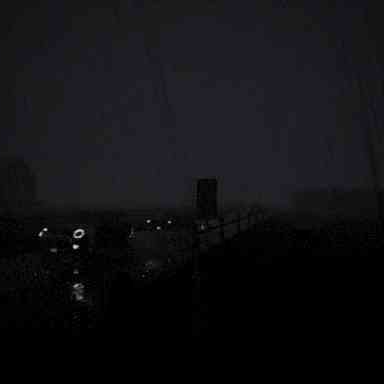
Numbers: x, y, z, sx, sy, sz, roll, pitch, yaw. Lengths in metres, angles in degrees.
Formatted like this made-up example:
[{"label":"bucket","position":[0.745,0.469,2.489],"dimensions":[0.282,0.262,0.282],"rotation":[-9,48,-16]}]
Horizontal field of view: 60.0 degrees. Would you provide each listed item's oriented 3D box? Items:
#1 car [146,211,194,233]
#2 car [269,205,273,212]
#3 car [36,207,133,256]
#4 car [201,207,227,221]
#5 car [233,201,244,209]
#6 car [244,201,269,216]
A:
[{"label":"car","position":[-1.410,1.995,22.965],"dimensions":[1.895,1.301,4.718],"rotation":[0,-1,18]},{"label":"car","position":[12.427,2.717,55.482],"dimensions":[1.895,1.301,4.718],"rotation":[0,-1,18]},{"label":"car","position":[-4.303,1.550,14.067],"dimensions":[2.097,1.767,4.553],"rotation":[0,-1,17]},{"label":"car","position":[2.300,2.205,34.135],"dimensions":[1.994,1.385,4.181],"rotation":[0,-1,20]},{"label":"car","position":[7.122,2.066,48.502],"dimensions":[1.837,1.490,4.892],"rotation":[0,-1,18]},{"label":"car","position":[8.523,2.217,43.651],"dimensions":[2.097,1.767,4.553],"rotation":[0,-1,18]}]
